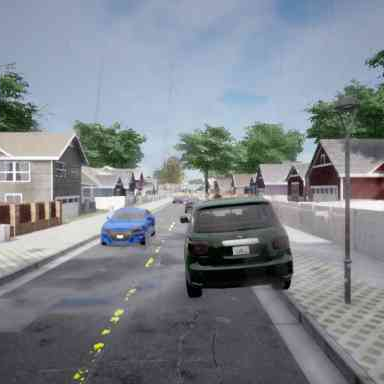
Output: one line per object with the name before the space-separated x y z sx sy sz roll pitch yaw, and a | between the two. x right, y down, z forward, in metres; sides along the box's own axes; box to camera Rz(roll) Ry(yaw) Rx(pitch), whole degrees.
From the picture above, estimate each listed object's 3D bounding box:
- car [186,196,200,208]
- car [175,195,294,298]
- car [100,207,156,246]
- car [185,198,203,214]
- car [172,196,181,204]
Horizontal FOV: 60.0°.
car | 0.182 1.416 46.601 1.882 1.535 5.008 0 0 1
car | 0.902 1.143 8.673 2.150 2.045 5.566 -5 0 0
car | -2.799 1.466 15.455 1.882 1.535 5.008 0 0 0
car | 0.189 1.461 36.234 1.837 1.490 4.892 0 0 0
car | -2.551 1.461 60.355 2.033 1.411 5.357 0 0 0
